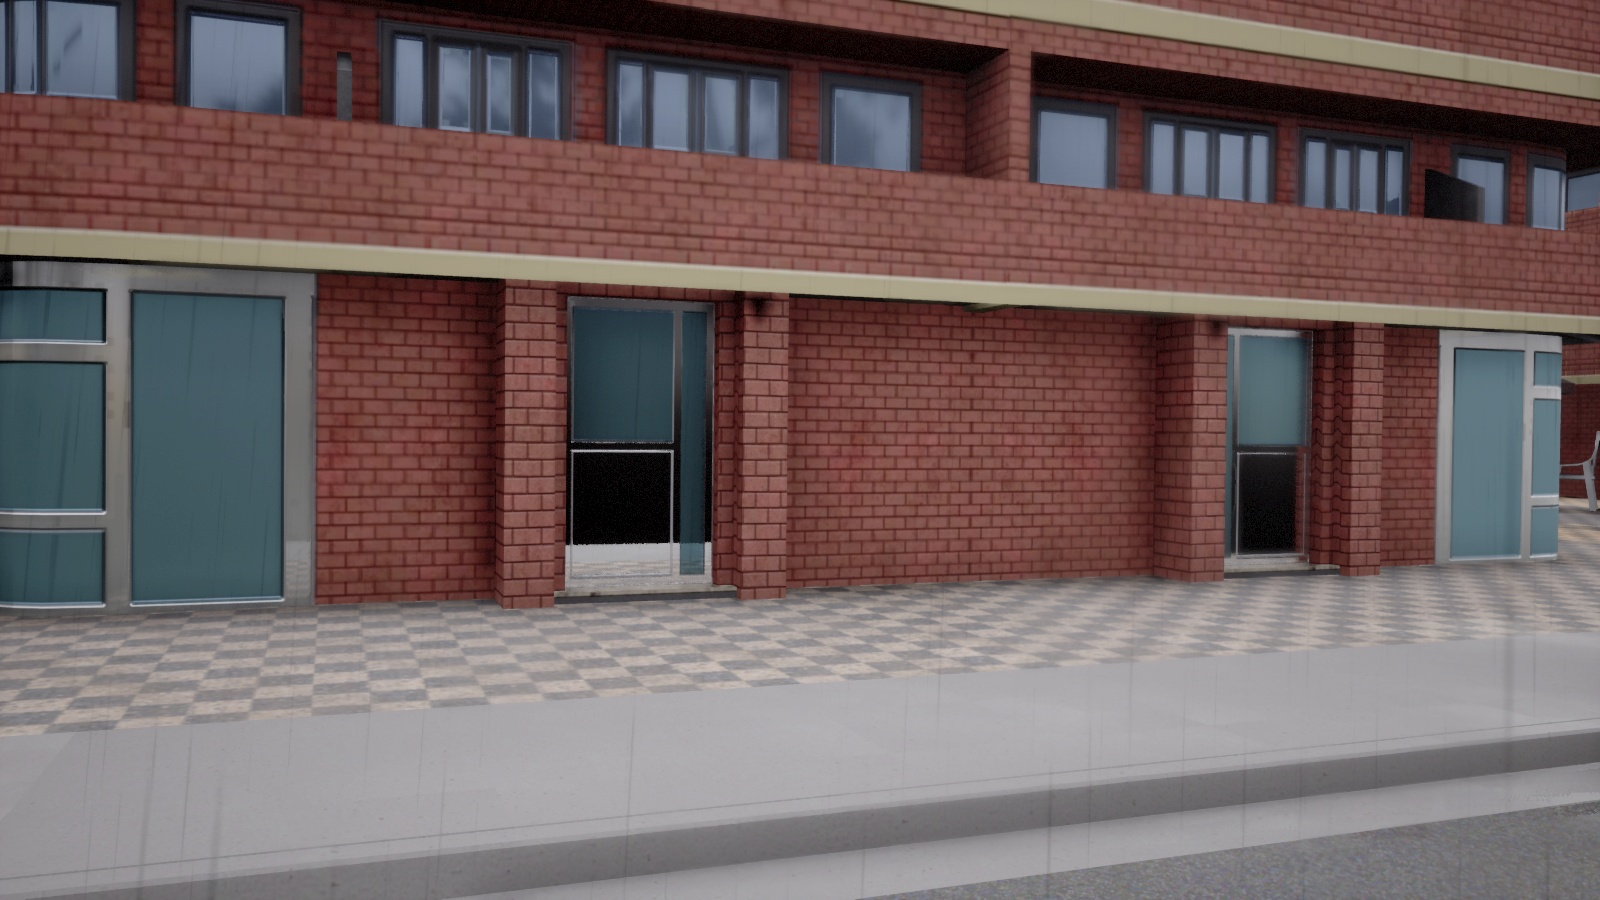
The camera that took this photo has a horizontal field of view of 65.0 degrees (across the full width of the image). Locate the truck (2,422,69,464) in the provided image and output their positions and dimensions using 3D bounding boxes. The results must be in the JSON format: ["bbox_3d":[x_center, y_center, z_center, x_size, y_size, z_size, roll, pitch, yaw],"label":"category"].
[{"bbox_3d":[-47.275,-0.443,77.780,2.627,2.467,5.204,-1,1,-22],"label":"truck"}]

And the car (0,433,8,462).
[{"bbox_3d":[-51.750,-0.142,79.606,1.905,1.878,3.866,-1,1,-21],"label":"car"}]
